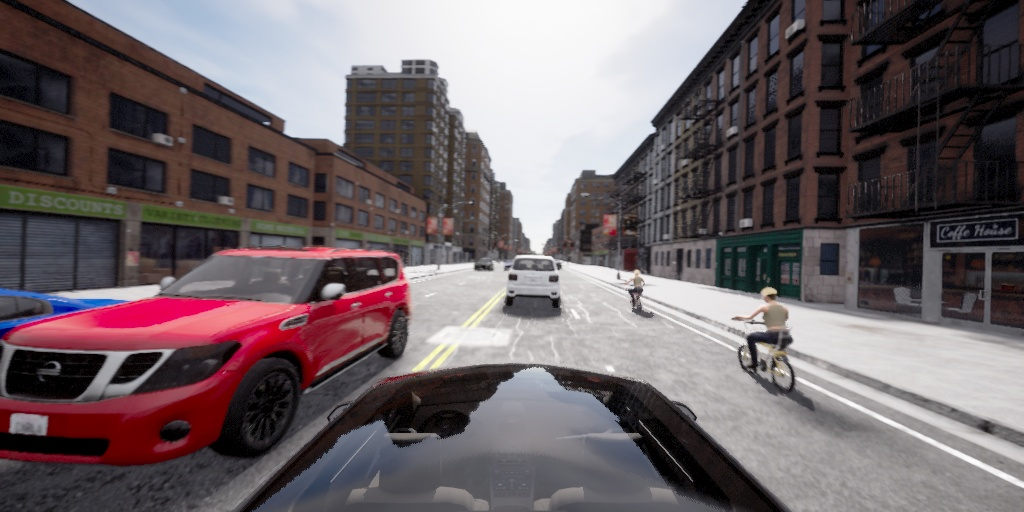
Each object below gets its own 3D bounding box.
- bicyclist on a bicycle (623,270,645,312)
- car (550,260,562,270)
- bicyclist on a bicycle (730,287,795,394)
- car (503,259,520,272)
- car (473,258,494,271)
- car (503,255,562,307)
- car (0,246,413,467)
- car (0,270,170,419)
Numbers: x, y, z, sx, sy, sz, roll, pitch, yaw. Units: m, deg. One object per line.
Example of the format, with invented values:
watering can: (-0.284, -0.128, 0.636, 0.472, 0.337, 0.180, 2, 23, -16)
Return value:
bicyclist on a bicycle: (4.927, 1.350, 14.294, 0.866, 1.612, 1.509, 2, 0, 4)
car: (7.592, 1.496, 62.150, 1.837, 1.490, 4.892, 2, 0, 4)
bicyclist on a bicycle: (4.255, 1.325, 6.046, 0.866, 1.612, 1.509, 2, 0, 5)
car: (-0.062, 1.228, 48.912, 1.882, 1.535, 5.008, 2, 0, 4)
car: (-3.561, 0.991, 45.667, 2.097, 1.767, 4.553, 2, 0, 4)
car: (0.985, 1.009, 16.175, 2.150, 2.045, 5.566, 2, 0, 4)
car: (-3.265, 0.869, 5.335, 2.150, 2.045, 5.566, 2, 0, 4)
car: (-6.674, 1.015, 3.360, 1.882, 1.535, 5.008, 2, 0, 4)
